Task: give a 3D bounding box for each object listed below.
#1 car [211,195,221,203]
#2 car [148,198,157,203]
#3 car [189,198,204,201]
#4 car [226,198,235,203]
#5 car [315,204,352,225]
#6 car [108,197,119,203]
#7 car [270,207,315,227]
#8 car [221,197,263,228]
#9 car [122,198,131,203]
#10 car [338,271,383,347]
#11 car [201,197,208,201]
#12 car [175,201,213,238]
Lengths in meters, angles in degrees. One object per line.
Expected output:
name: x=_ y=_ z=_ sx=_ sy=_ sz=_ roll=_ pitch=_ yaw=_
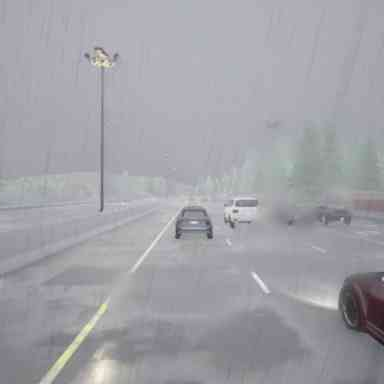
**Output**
car: x=6.981 y=2.180 z=89.841 sx=2.128 sy=1.511 sz=4.902 roll=0 pitch=0 yaw=0
car: x=-10.519 y=2.217 z=89.231 sx=1.812 sy=1.442 sz=4.674 roll=0 pitch=0 yaw=0
car: x=0.091 y=1.778 z=38.605 sx=1.882 sy=1.535 sz=5.008 roll=0 pitch=0 yaw=0
car: x=10.481 y=2.251 z=89.871 sx=1.895 sy=1.301 sz=4.718 roll=0 pitch=0 yaw=0
car: x=10.594 y=1.706 z=25.885 sx=1.837 sy=1.490 sz=4.892 roll=0 pitch=-1 yaw=0
car: x=-21.019 y=2.046 z=89.260 sx=2.097 sy=1.767 sz=4.553 roll=0 pitch=0 yaw=0
car: x=7.094 y=1.756 z=24.356 sx=1.994 sy=1.385 sz=4.181 roll=0 pitch=0 yaw=0
car: x=3.595 y=1.410 z=23.893 sx=2.150 sy=2.045 sz=5.566 roll=0 pitch=0 yaw=0
car: x=-17.519 y=2.244 z=89.229 sx=1.994 sy=1.385 sz=4.181 roll=0 pitch=0 yaw=0
car: x=3.600 y=1.599 z=4.274 sx=1.994 sy=1.385 sz=4.181 roll=0 pitch=0 yaw=0
car: x=3.480 y=2.202 z=91.279 sx=1.837 sy=1.490 sz=4.892 roll=0 pitch=0 yaw=0
car: x=0.097 y=1.577 z=18.643 sx=2.033 sy=1.649 sz=4.856 roll=0 pitch=0 yaw=0
